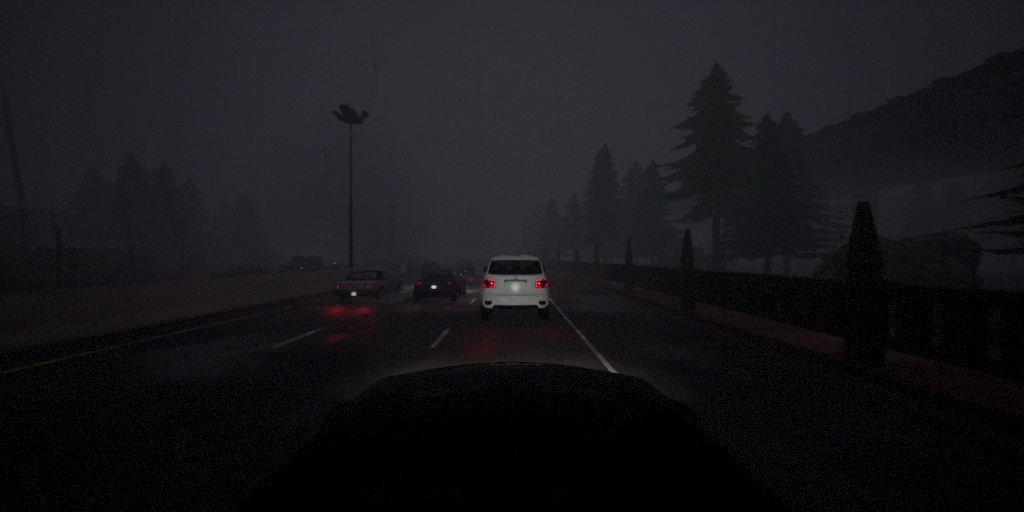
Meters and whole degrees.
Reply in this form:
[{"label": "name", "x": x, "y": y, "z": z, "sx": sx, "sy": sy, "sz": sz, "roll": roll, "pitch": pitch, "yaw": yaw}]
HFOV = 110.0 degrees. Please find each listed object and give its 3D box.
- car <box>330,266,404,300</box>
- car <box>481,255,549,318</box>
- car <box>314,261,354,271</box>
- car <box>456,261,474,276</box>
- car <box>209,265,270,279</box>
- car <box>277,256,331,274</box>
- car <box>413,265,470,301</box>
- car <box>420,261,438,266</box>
[{"label": "car", "x": -6.913, "y": 1.363, "z": 17.850, "sx": 1.895, "sy": 1.301, "sz": 4.718, "roll": 0, "pitch": 0, "yaw": 0}, {"label": "car", "x": 0.100, "y": 0.980, "z": 13.173, "sx": 2.150, "sy": 2.045, "sz": 5.566, "roll": 0, "pitch": 0, "yaw": 0}, {"label": "car", "x": -14.808, "y": 1.336, "z": 30.698, "sx": 1.994, "sy": 1.385, "sz": 4.181, "roll": 0, "pitch": 0, "yaw": -6}, {"label": "car", "x": -4.935, "y": 1.269, "z": 37.386, "sx": 2.128, "sy": 1.511, "sz": 4.902, "roll": 0, "pitch": 0, "yaw": -9}, {"label": "car", "x": -21.566, "y": 1.371, "z": 28.587, "sx": 1.895, "sy": 1.301, "sz": 4.718, "roll": 0, "pitch": 0, "yaw": -6}, {"label": "car", "x": -18.372, "y": 0.996, "z": 31.659, "sx": 2.150, "sy": 2.045, "sz": 5.566, "roll": 0, "pitch": 0, "yaw": -7}, {"label": "car", "x": -3.419, "y": 1.326, "z": 17.615, "sx": 1.994, "sy": 1.385, "sz": 4.181, "roll": 0, "pitch": 0, "yaw": -1}, {"label": "car", "x": -8.474, "y": 1.282, "z": 37.417, "sx": 1.837, "sy": 1.490, "sz": 4.892, "roll": 0, "pitch": 0, "yaw": -9}]
